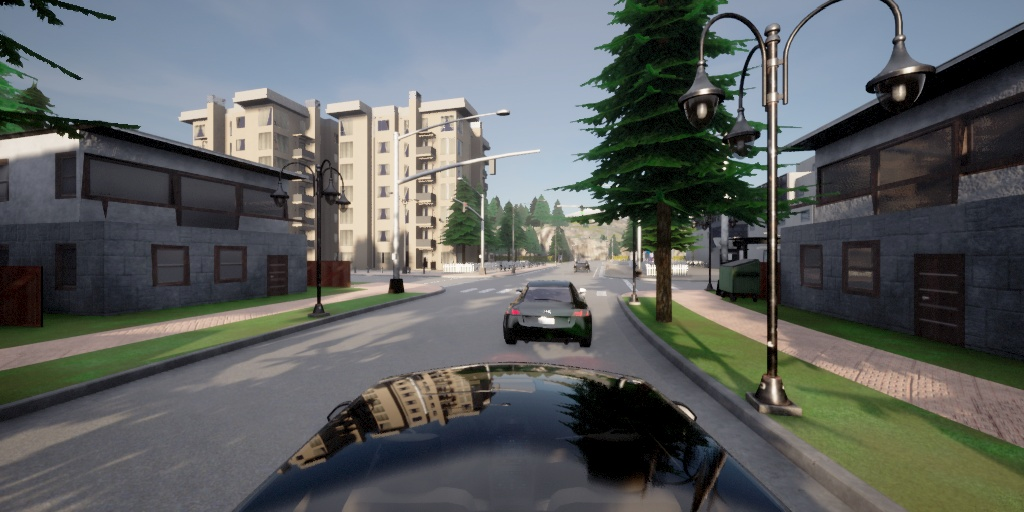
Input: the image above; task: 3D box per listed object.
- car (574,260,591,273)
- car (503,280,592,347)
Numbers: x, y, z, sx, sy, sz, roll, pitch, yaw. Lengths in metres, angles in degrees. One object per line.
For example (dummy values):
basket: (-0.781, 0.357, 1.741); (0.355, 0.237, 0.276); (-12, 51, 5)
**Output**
car: (8.793, 1.276, 44.941); (2.128, 1.511, 4.902); (0, 0, 14)
car: (1.007, 1.314, 9.410); (1.994, 1.385, 4.181); (0, 0, 8)
